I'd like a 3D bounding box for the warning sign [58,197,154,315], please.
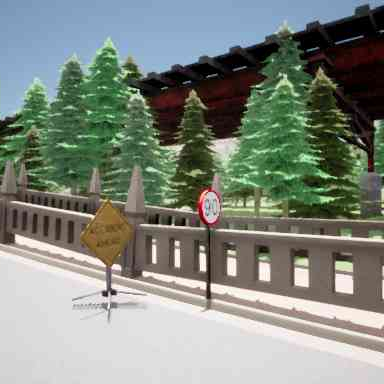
[{"bbox_3d":[-1.578,1.065,6.245,1.060,1.860,1.300,-1,1,35],"label":"warning sign"}]
